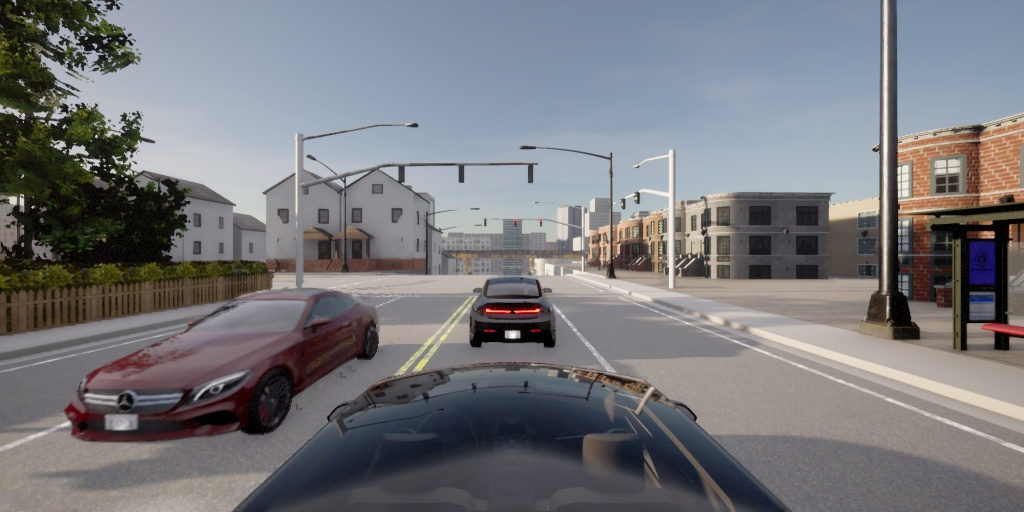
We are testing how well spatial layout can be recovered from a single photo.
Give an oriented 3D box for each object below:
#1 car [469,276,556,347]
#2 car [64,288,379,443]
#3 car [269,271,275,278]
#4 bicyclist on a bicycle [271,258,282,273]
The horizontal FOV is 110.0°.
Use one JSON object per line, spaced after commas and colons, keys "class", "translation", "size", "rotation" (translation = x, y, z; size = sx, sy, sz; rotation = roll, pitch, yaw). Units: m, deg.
{"class": "car", "translation": [0.015, 1.254, 9.283], "size": [1.837, 1.490, 4.892], "rotation": [0, 0, 0]}
{"class": "car", "translation": [-3.605, 1.275, 5.634], "size": [1.812, 1.442, 4.674], "rotation": [0, 0, 0]}
{"class": "car", "translation": [-21.611, 1.295, 27.865], "size": [5.357, 1.411, 2.033], "rotation": [0, 0, 0]}
{"class": "bicyclist on a bicycle", "translation": [-25.504, 1.050, 38.840], "size": [0.582, 1.620, 1.656], "rotation": [0, 0, 0]}
